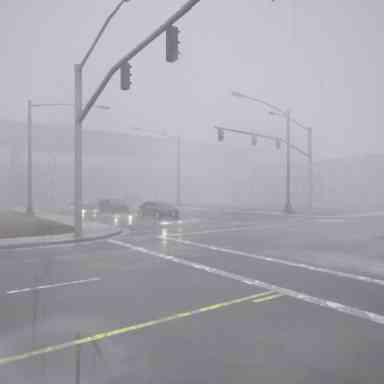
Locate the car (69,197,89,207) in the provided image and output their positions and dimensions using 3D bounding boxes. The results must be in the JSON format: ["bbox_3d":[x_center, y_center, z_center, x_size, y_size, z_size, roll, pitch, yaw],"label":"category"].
[{"bbox_3d":[-18.322,1.547,54.154,2.033,1.411,5.357,0,0,-8],"label":"car"}]

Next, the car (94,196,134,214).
[{"bbox_3d":[-8.481,1.478,35.987,1.882,1.535,5.008,0,0,-36],"label":"car"}]

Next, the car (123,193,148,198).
[{"bbox_3d":[-12.206,1.223,69.422,2.150,2.045,5.566,0,0,30],"label":"car"}]

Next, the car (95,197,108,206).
[{"bbox_3d":[-14.721,1.526,54.281,1.812,1.442,4.674,0,0,-13],"label":"car"}]

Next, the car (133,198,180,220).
[{"bbox_3d":[-2.903,1.505,28.414,1.837,1.490,4.892,0,0,-36],"label":"car"}]

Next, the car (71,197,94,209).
[{"bbox_3d":[-14.279,1.526,44.276,1.812,1.442,4.674,0,0,-32],"label":"car"}]
